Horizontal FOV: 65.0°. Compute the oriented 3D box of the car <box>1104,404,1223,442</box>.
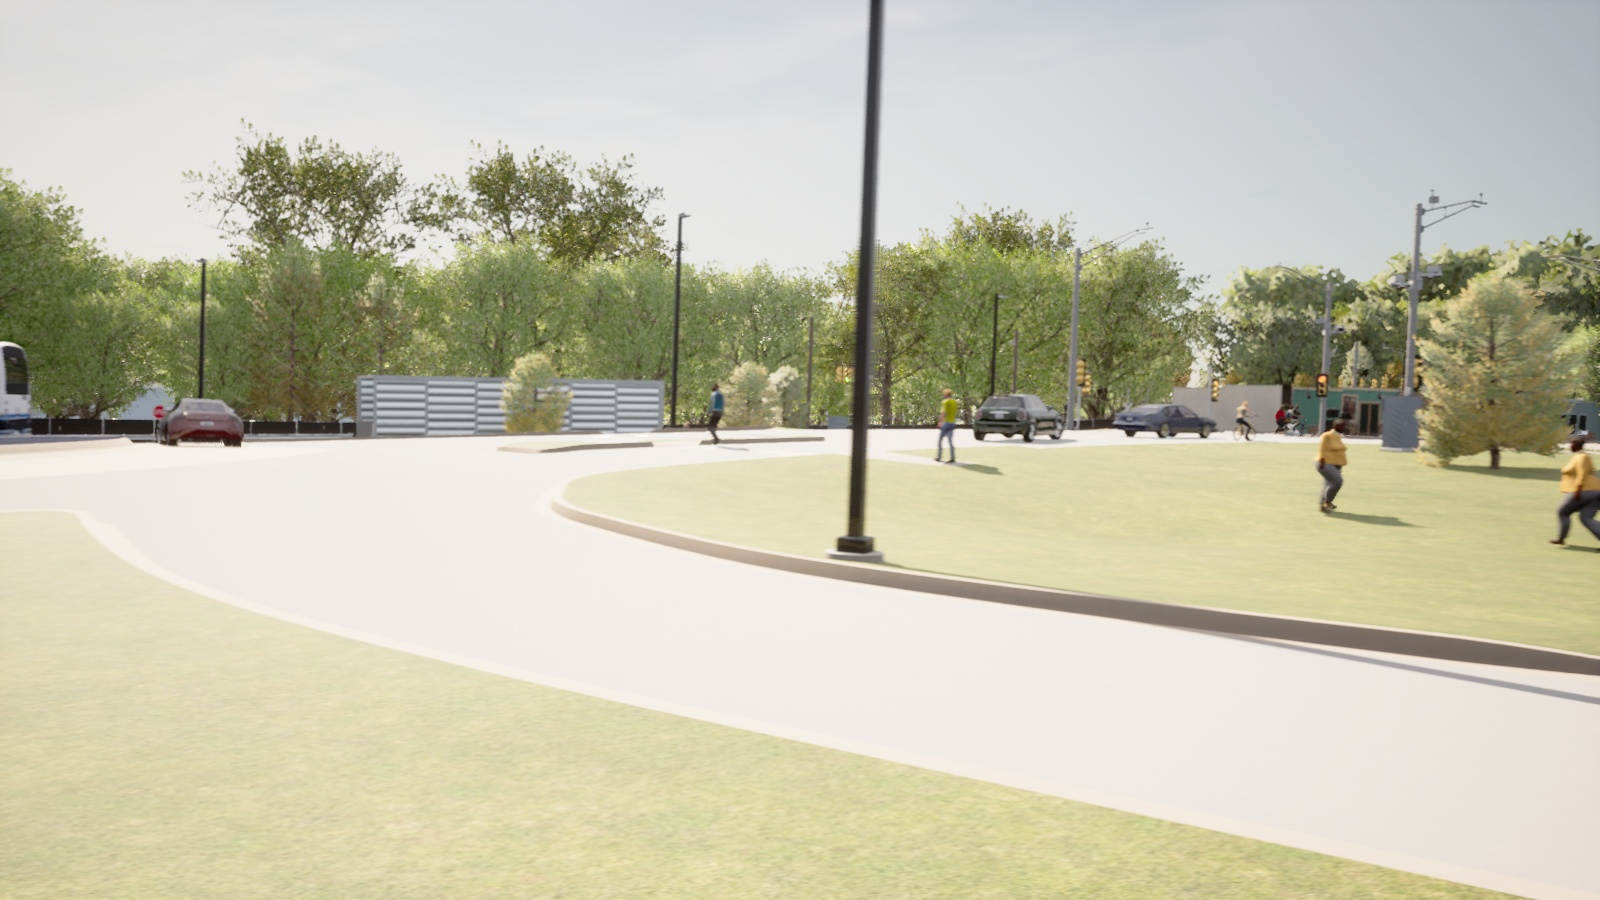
[{"bbox_3d":[15.193,-1.116,52.290,5.357,1.411,2.033,0,3,-40],"label":"car"}]

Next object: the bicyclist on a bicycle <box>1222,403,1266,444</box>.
[{"bbox_3d":[17.781,-1.055,50.299,1.509,1.612,0.866,0,3,-37],"label":"bicyclist on a bicycle"}]

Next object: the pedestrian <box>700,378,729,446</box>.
[{"bbox_3d":[-2.451,-1.086,36.060,0.692,1.930,0.396,4,3,43],"label":"pedestrian"}]

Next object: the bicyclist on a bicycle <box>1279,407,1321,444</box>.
[{"bbox_3d":[24.991,-1.246,62.829,0.659,1.776,1.843,1,2,-32],"label":"bicyclist on a bicycle"}]

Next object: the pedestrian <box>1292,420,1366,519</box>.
[{"bbox_3d":[10.259,0.372,24.362,0.874,1.855,0.900,1,2,-37],"label":"pedestrian"}]

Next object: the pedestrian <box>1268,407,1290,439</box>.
[{"bbox_3d":[28.407,-1.615,74.458,0.634,1.844,0.899,1,2,-34],"label":"pedestrian"}]

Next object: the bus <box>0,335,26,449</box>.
[{"bbox_3d":[-34.989,-2.238,46.306,10.273,4.253,3.944,1,2,-16],"label":"bus"}]

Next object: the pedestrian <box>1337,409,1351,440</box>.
[{"bbox_3d":[34.260,-1.584,79.053,0.666,1.930,0.402,2,2,-32],"label":"pedestrian"}]

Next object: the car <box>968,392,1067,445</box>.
[{"bbox_3d":[7.939,-1.189,45.452,2.097,1.767,4.553,3,3,29],"label":"car"}]

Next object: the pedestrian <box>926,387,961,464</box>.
[{"bbox_3d":[3.469,-0.602,30.380,0.354,1.836,0.706,1,2,-41],"label":"pedestrian"}]

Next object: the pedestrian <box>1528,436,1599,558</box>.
[{"bbox_3d":[12.306,0.727,19.971,0.874,1.855,0.900,1,2,-38],"label":"pedestrian"}]

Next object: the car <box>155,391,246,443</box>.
[{"bbox_3d":[-17.548,-0.937,36.663,1.994,1.385,4.181,1,0,-31],"label":"car"}]
